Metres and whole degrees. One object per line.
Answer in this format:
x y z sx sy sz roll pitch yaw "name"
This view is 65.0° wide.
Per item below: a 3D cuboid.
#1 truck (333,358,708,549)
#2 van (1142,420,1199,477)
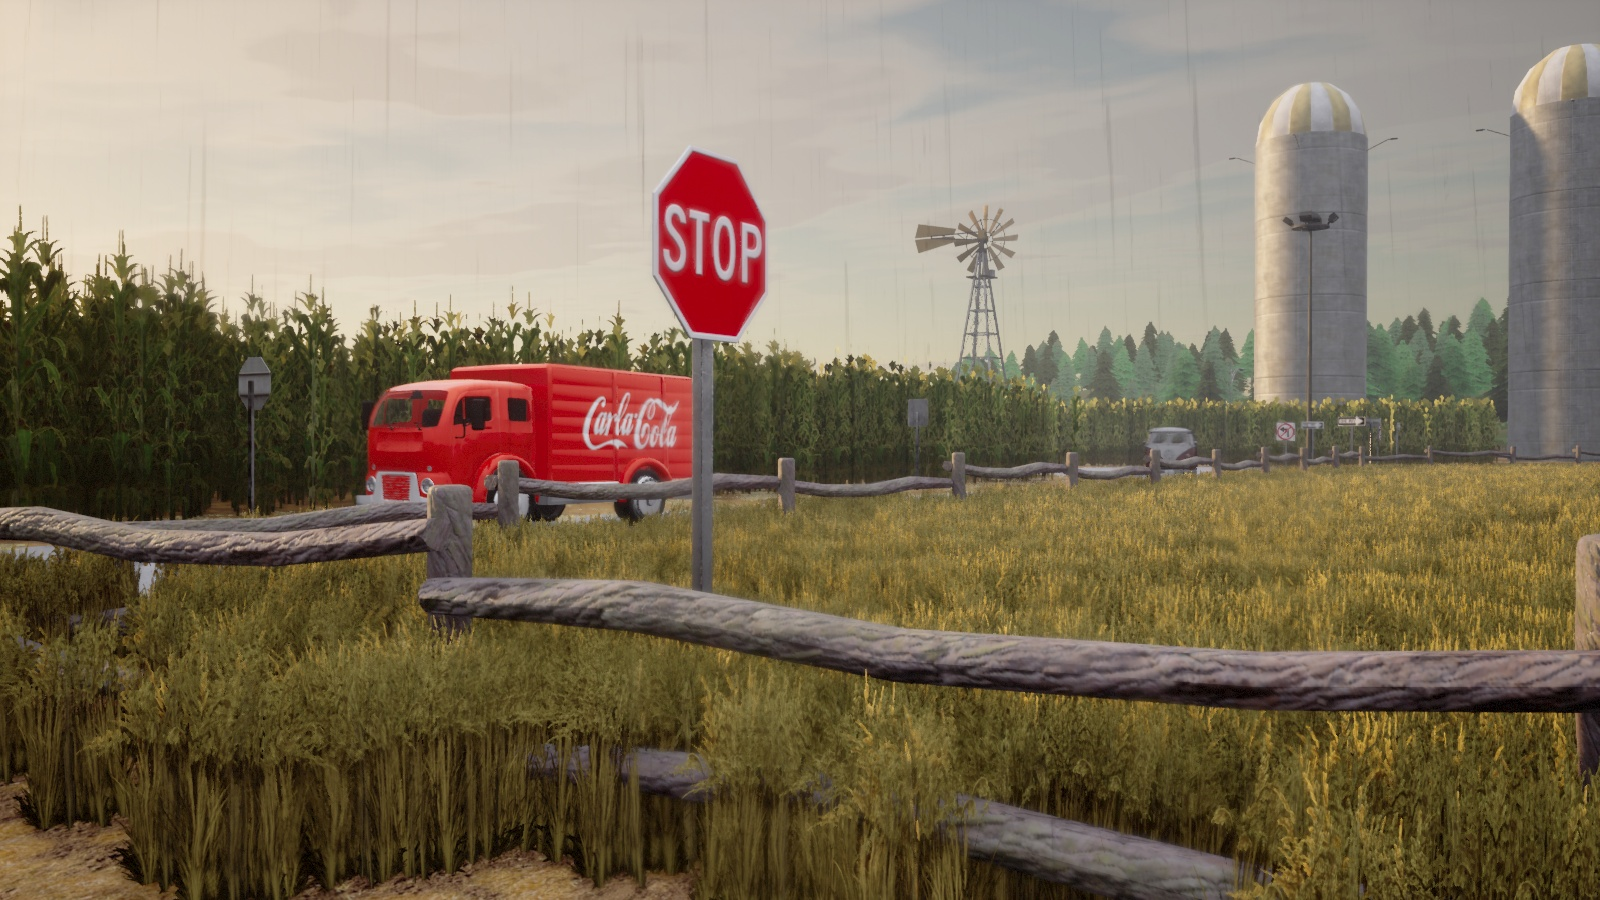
-4.055 0.041 19.190 2.627 2.467 5.204 -1 0 34 "truck"
13.666 -0.088 46.185 1.775 1.987 4.442 0 1 19 "van"
